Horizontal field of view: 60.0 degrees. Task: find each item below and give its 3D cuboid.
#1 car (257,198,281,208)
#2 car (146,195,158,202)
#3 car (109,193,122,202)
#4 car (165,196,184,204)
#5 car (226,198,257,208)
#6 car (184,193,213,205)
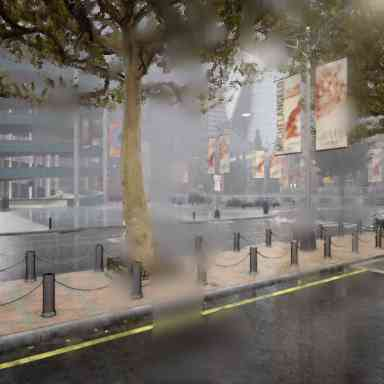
[{"bbox_3d":[10.738,1.563,48.153,1.994,1.385,4.181,0,0,-35],"label":"car"},{"bbox_3d":[-9.512,1.355,72.573,4.553,1.767,2.097,0,0,37],"label":"car"},{"bbox_3d":[-15.330,1.211,71.906,5.566,2.045,2.150,0,0,26],"label":"car"},{"bbox_3d":[-3.040,1.490,61.236,2.128,1.511,4.902,0,0,-38],"label":"car"},{"bbox_3d":[6.758,1.563,47.715,1.994,1.385,4.181,0,0,-35],"label":"car"},{"bbox_3d":[1.408,1.219,61.197,2.150,2.045,5.566,0,0,-36],"label":"car"}]
